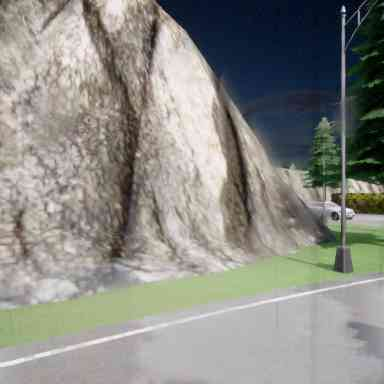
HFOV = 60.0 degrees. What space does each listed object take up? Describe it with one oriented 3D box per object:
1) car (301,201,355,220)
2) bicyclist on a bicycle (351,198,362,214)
[{"bbox_3d":[11.314,1.526,27.989,1.812,1.442,4.674,0,0,-28],"label":"car"},{"bbox_3d":[16.488,1.453,33.370,1.656,1.620,0.582,0,0,-28],"label":"bicyclist on a bicycle"}]
